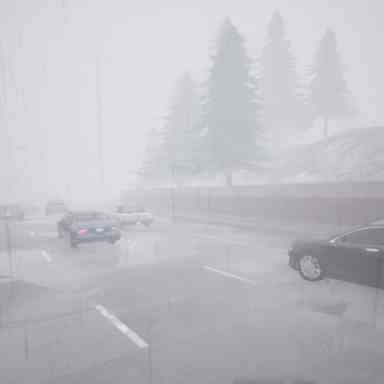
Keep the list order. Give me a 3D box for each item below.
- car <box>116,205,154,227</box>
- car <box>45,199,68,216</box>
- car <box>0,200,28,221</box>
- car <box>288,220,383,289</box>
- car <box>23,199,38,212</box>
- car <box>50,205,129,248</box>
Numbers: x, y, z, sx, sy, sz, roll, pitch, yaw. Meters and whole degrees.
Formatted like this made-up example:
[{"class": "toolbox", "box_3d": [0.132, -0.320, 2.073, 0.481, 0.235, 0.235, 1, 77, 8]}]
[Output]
[{"class": "car", "box_3d": [-4.107, 1.489, 20.945, 1.895, 1.301, 4.718, -1, 1, -28]}, {"class": "car", "box_3d": [-13.025, 1.465, 32.004, 2.128, 1.511, 4.902, -1, 1, -22]}, {"class": "car", "box_3d": [-14.569, 1.617, 26.718, 1.994, 1.385, 4.181, -1, 1, -24]}, {"class": "car", "box_3d": [4.321, 1.345, 7.069, 1.837, 1.490, 4.892, -2, 1, -35]}, {"class": "car", "box_3d": [-19.207, 1.565, 38.831, 1.812, 1.442, 4.674, -1, 1, -18]}, {"class": "car", "box_3d": [-4.773, 1.505, 14.832, 2.033, 1.411, 5.357, -1, 1, -30]}]
